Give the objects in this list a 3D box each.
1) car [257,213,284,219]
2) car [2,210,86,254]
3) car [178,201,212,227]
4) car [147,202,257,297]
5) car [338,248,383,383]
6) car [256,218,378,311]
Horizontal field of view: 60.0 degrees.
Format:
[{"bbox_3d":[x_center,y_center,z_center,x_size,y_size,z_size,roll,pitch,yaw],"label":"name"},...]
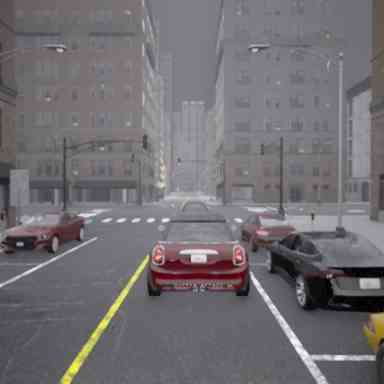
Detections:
[{"bbox_3d":[2.933,1.484,13.072,1.802,1.307,4.206,-1,0,0],"label":"car"},{"bbox_3d":[-5.613,1.447,13.111,1.887,1.381,4.507,-1,0,0],"label":"car"},{"bbox_3d":[0.207,1.379,22.568,2.033,1.411,5.357,0,0,0],"label":"car"},{"bbox_3d":[0.142,1.288,8.569,2.097,1.767,4.553,0,0,0],"label":"car"},{"bbox_3d":[2.877,1.509,2.070,1.752,1.417,4.829,-1,0,0],"label":"car"},{"bbox_3d":[2.905,1.509,7.486,1.947,1.339,4.313,-1,0,0],"label":"car"}]
